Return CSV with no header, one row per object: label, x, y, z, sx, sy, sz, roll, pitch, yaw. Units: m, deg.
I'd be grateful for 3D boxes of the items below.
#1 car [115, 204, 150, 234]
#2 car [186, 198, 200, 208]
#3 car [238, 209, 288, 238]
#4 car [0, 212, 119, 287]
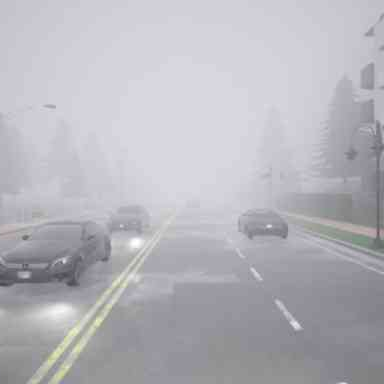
car,-3.573,1.495,19.357,1.837,1.490,4.892,0,0,0
car,0.104,1.539,47.480,1.994,1.385,4.181,0,0,0
car,3.602,1.554,17.488,1.994,1.385,4.181,0,0,0
car,-3.582,1.521,9.465,1.812,1.442,4.674,0,0,0
